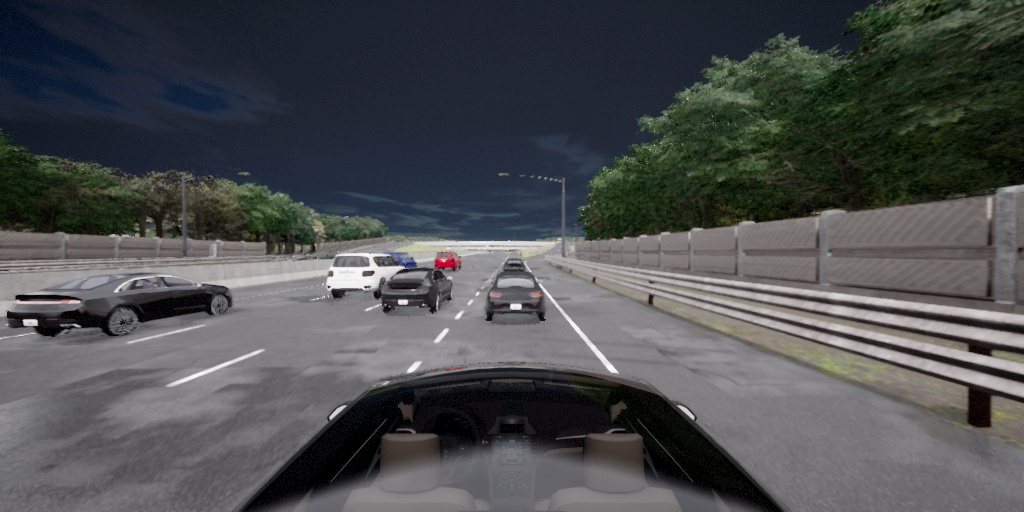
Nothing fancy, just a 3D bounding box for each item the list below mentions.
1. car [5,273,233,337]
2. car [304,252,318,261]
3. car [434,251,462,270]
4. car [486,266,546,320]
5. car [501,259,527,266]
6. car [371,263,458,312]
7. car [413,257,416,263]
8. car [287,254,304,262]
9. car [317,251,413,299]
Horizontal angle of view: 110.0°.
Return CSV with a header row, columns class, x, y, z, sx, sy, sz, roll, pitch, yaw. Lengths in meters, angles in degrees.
class,x,y,z,sx,sy,sz,roll,pitch,yaw
car,-10.390,1.211,10.166,2.128,1.511,4.902,0,0,0
car,-27.731,0.243,53.099,2.150,2.045,5.566,0,1,1
car,-6.760,0.530,38.197,2.150,2.045,5.566,0,1,0
car,0.114,1.232,12.338,1.812,1.442,4.674,0,0,0
car,0.189,0.959,30.568,1.837,1.490,4.892,0,1,0
car,-3.482,1.199,13.885,1.837,1.490,4.892,0,1,0
car,-10.301,0.641,32.326,2.150,2.045,5.566,0,1,0
car,-31.232,0.521,53.110,2.128,1.511,4.902,0,1,1
car,-6.872,0.876,17.634,2.150,2.045,5.566,0,1,0
